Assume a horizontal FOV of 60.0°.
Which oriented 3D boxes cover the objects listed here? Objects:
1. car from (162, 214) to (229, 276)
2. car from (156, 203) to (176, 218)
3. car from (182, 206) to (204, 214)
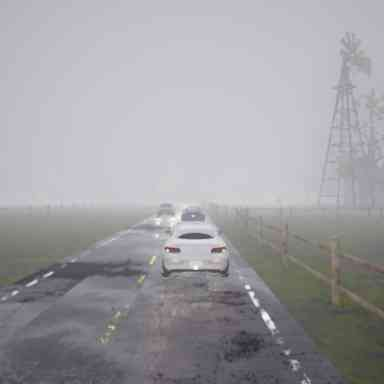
[{"bbox_3d":[0.097,1.664,10.689,1.812,1.442,4.674,0,-1,0],"label":"car"},{"bbox_3d":[-2.798,1.968,36.462,1.837,1.490,4.892,0,-1,0],"label":"car"},{"bbox_3d":[0.094,1.929,28.608,1.994,1.385,4.181,0,-1,0],"label":"car"}]
